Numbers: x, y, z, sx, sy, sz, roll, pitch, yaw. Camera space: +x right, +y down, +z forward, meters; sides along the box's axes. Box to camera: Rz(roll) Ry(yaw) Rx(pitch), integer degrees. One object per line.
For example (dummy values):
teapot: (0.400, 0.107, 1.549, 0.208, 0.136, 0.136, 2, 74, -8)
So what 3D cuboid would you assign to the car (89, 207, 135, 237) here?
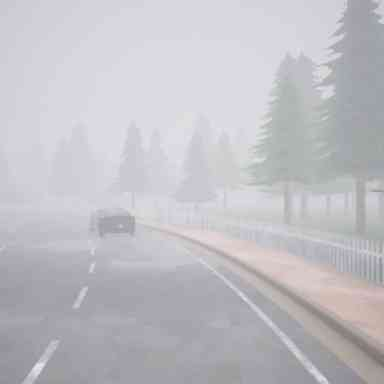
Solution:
car: (-4.727, 1.618, 19.336, 1.882, 1.535, 5.008, 0, -1, -25)
